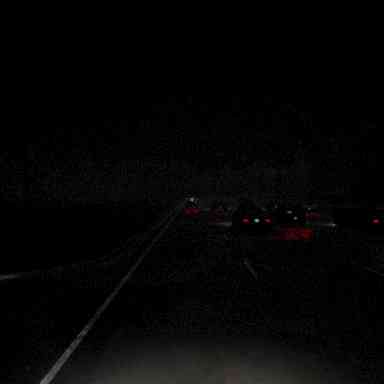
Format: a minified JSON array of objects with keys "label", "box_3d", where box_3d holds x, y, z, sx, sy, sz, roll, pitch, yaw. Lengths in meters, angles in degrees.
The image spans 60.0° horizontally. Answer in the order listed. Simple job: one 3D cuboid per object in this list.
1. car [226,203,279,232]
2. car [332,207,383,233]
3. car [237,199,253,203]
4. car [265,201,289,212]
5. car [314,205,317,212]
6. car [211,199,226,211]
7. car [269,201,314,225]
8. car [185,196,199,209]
[{"label":"car","box_3d":[3.597,1.643,20.921,2.033,1.411,5.357,0,0,0]},{"label":"car","box_3d":[10.598,1.641,20.532,2.033,1.411,5.357,0,0,0]},{"label":"car","box_3d":[7.094,1.693,44.222,2.128,1.511,4.902,0,0,0]},{"label":"car","box_3d":[10.595,1.791,41.878,1.895,1.301,4.718,0,0,0]},{"label":"car","box_3d":[14.095,1.791,42.107,1.895,1.301,4.718,0,0,0]},{"label":"car","box_3d":[3.594,1.728,44.472,1.812,1.442,4.674,0,0,0]},{"label":"car","box_3d":[7.096,1.607,25.214,2.128,1.511,4.902,0,0,0]},{"label":"car","box_3d":[-0.007,1.719,49.967,2.128,1.511,4.902,0,0,0]}]
